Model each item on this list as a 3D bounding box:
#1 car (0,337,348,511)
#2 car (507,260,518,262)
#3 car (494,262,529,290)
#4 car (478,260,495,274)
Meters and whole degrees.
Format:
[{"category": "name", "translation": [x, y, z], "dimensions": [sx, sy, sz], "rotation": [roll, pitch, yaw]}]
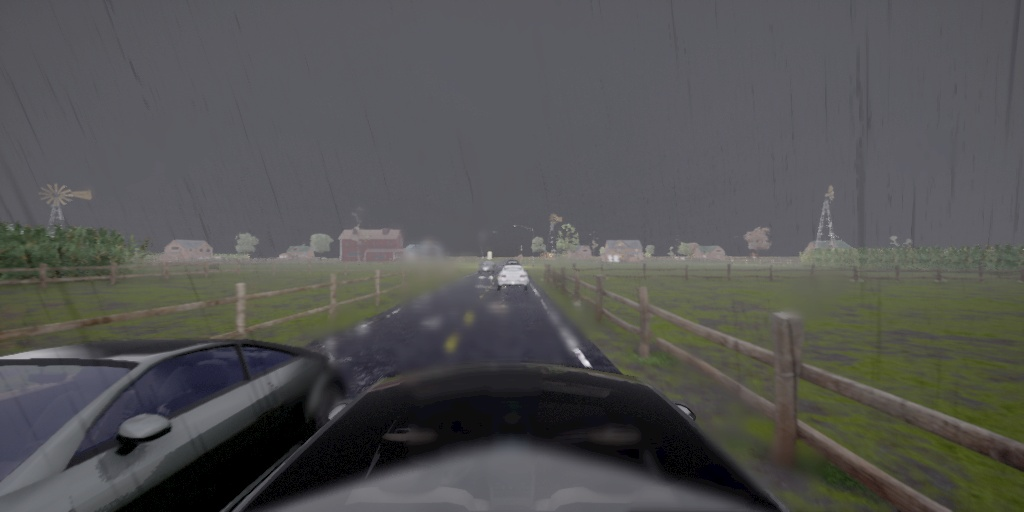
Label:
[{"category": "car", "translation": [-2.840, 1.315, 2.330], "dimensions": [1.994, 1.385, 4.181], "rotation": [0, 0, 0]}, {"category": "car", "translation": [0.085, 1.280, 44.759], "dimensions": [1.837, 1.490, 4.892], "rotation": [0, 0, 0]}, {"category": "car", "translation": [0.068, 1.289, 22.571], "dimensions": [1.812, 1.442, 4.674], "rotation": [0, 0, 0]}, {"category": "car", "translation": [-2.845, 1.265, 41.396], "dimensions": [2.128, 1.511, 4.902], "rotation": [0, 0, 0]}]
